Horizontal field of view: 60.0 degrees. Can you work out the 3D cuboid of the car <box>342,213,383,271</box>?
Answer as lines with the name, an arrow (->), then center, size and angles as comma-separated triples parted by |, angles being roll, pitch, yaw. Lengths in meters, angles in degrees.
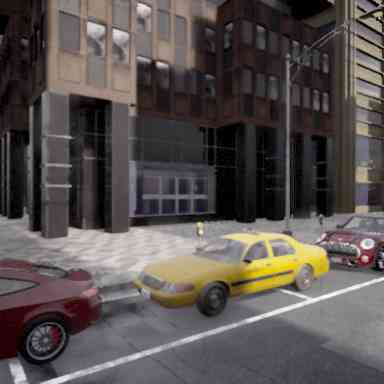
car -> 5.824, 1.444, 10.804 | 4.097, 1.590, 1.967 | 0, 0, -36

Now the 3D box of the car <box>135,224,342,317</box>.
car -> 1.126, 1.527, 7.450 | 4.829, 1.417, 1.752 | 0, 0, -36

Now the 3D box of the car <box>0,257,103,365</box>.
car -> -3.295, 1.582, 4.294 | 4.206, 1.307, 1.802 | 0, 0, -36
